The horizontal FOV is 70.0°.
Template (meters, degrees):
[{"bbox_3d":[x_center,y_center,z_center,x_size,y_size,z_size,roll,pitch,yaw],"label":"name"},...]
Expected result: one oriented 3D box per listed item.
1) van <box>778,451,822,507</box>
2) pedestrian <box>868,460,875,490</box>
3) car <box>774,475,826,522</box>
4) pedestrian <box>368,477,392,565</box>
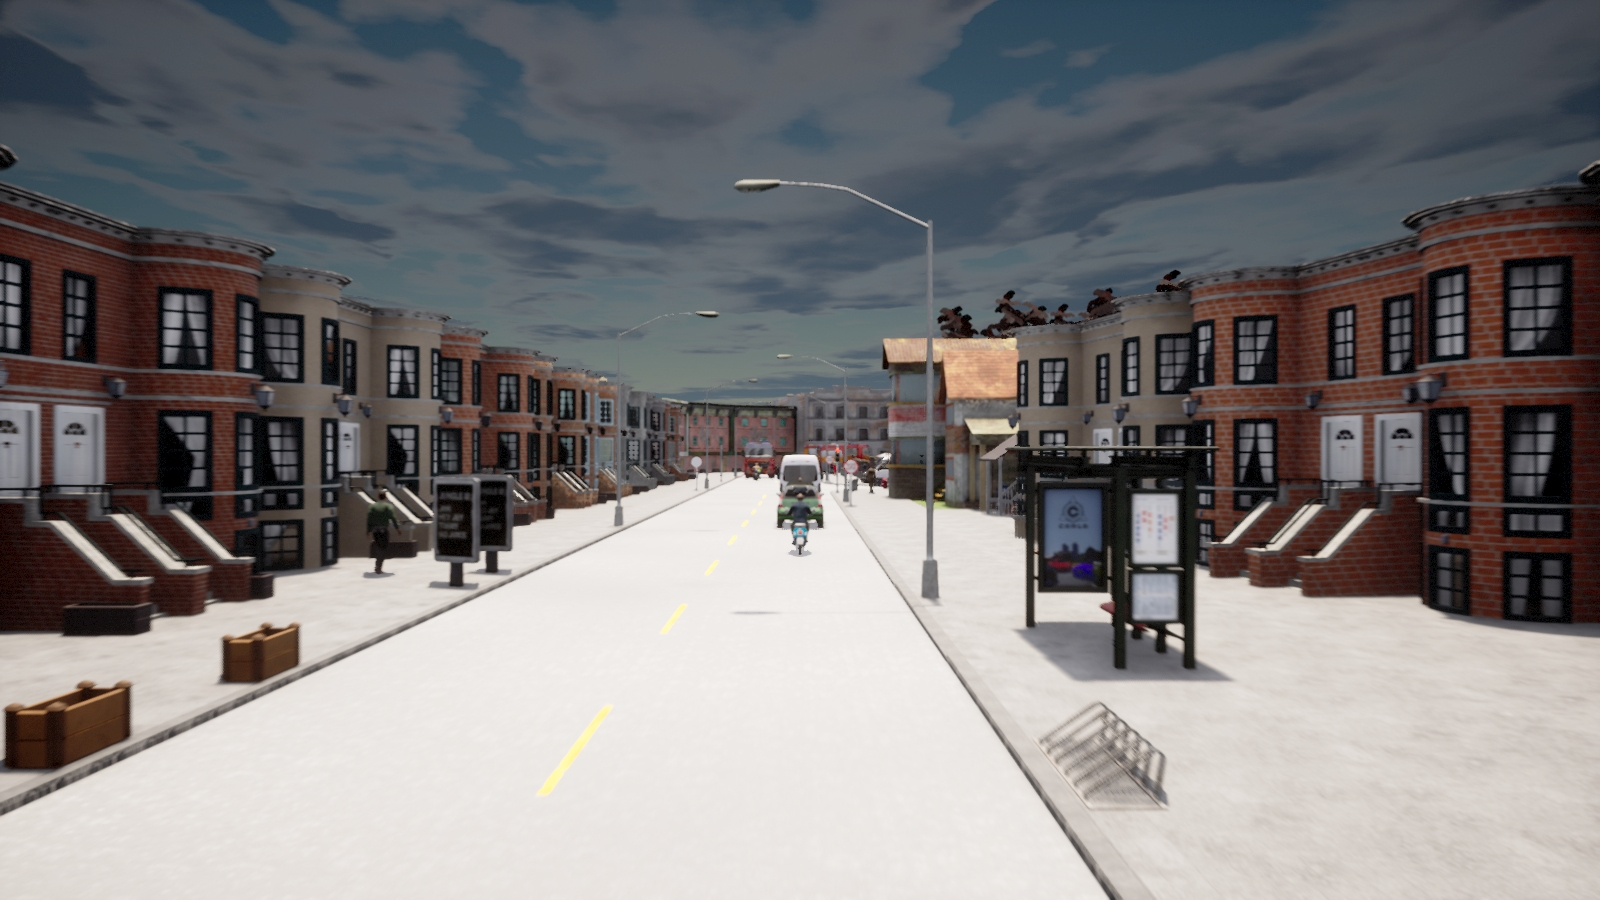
[{"bbox_3d":[0.007,1.316,54.926,1.988,2.561,5.915,0,0,0],"label":"van"},{"bbox_3d":[4.378,1.526,70.298,0.375,1.860,0.375,0,0,-5],"label":"pedestrian"},{"bbox_3d":[0.006,1.781,42.814,1.851,1.617,3.988,0,0,0],"label":"car"},{"bbox_3d":[-9.021,1.525,24.556,0.375,1.860,0.375,0,0,2],"label":"pedestrian"}]
